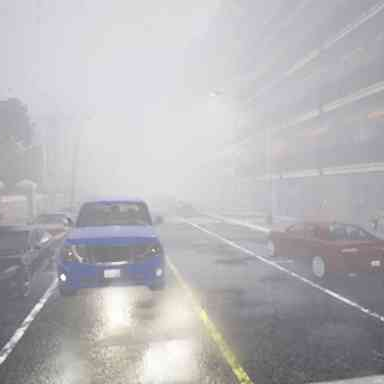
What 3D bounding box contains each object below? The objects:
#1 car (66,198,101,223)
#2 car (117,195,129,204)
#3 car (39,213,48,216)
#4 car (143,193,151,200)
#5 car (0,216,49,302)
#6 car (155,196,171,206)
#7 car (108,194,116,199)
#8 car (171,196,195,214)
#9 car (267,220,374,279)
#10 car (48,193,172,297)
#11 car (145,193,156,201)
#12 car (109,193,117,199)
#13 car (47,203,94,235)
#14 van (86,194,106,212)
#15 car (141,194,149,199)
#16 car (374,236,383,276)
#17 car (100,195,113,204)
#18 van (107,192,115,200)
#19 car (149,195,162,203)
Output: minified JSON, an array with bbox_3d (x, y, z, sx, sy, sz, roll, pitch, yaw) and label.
[{"bbox_3d":[-7.914,1.297,24.553,1.967,1.590,4.097,0,0,-12],"label":"car"},{"bbox_3d":[-11.648,1.217,55.974,1.812,1.442,4.674,0,0,-12],"label":"car"},{"bbox_3d":[-5.640,1.501,13.530,1.802,1.307,4.206,0,0,-12],"label":"car"},{"bbox_3d":[-11.113,1.086,81.556,1.752,1.417,4.829,0,0,-12],"label":"car"},{"bbox_3d":[-4.502,1.521,8.015,1.947,1.339,4.313,0,0,-12],"label":"car"},{"bbox_3d":[-4.256,1.294,48.305,1.802,1.307,4.206,0,0,-12],"label":"car"},{"bbox_3d":[-20.424,1.156,85.211,1.802,1.307,4.206,0,0,-12],"label":"car"},{"bbox_3d":[-0.844,1.376,31.761,1.802,1.307,4.206,0,0,-12],"label":"car"},{"bbox_3d":[3.705,1.465,9.707,1.887,1.381,4.507,0,0,-12],"label":"car"},{"bbox_3d":[-2.054,1.163,8.960,2.150,2.045,5.566,0,0,-12],"label":"car"},{"bbox_3d":[-8.805,1.048,70.360,1.967,1.590,4.097,0,0,-12],"label":"car"},{"bbox_3d":[-21.561,1.098,90.725,1.887,1.381,4.507,0,0,-12],"label":"car"},{"bbox_3d":[-6.777,1.430,19.042,1.887,1.381,4.507,0,0,-12],"label":"car"},{"bbox_3d":[-10.189,1.142,35.582,1.690,1.788,3.998,0,0,-12],"label":"van"},{"bbox_3d":[-12.217,1.122,86.904,1.802,1.307,4.206,0,0,-12],"label":"car"},{"bbox_3d":[4.842,1.507,4.193,2.008,1.369,4.403,0,0,-12],"label":"car"},{"bbox_3d":[-14.738,1.258,57.641,1.947,1.339,4.313,0,0,-12],"label":"car"},{"bbox_3d":[-19.287,0.937,79.695,1.690,1.788,3.998,0,0,-12],"label":"van"},{"bbox_3d":[-6.531,1.224,59.333,1.947,1.339,4.313,0,0,-12],"label":"car"}]
